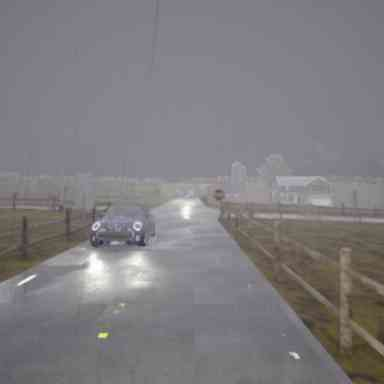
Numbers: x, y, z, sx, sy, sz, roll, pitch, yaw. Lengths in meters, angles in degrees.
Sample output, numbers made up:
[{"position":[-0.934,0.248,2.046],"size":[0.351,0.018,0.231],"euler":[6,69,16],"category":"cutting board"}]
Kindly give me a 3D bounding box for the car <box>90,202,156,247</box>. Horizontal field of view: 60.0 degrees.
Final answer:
[{"position":[-2.819,1.263,14.435],"size":[2.097,1.767,4.553],"euler":[0,0,0],"category":"car"}]

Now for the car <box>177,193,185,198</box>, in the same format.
[{"position":[-2.733,0.836,85.505],"size":[2.033,1.411,5.357],"euler":[0,0,0],"category":"car"}]

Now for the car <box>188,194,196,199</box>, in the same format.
[{"position":[0.018,1.200,91.733],"size":[2.033,1.411,5.357],"euler":[0,0,0],"category":"car"}]
